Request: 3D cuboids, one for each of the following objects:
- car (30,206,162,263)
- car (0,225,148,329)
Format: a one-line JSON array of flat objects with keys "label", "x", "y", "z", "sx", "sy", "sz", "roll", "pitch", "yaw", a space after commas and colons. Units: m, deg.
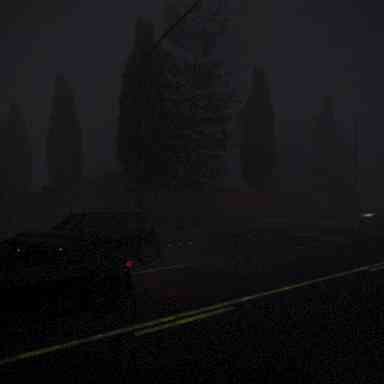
[{"label": "car", "x": -3.279, "y": 1.353, "z": 10.262, "sx": 4.553, "sy": 1.767, "sz": 2.097, "roll": 0, "pitch": 0, "yaw": -36}, {"label": "car", "x": -3.176, "y": 1.564, "z": 6.034, "sx": 4.181, "sy": 1.385, "sz": 1.994, "roll": 0, "pitch": 0, "yaw": -36}]
